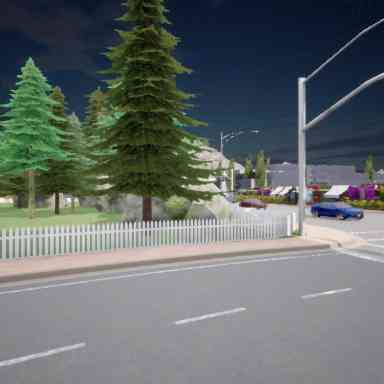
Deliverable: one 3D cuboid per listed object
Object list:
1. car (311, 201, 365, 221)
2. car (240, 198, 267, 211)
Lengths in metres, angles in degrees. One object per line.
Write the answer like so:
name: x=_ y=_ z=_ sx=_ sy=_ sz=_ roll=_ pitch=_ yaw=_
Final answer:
car: x=12.135 y=1.533 z=28.004 sx=1.882 sy=1.535 sz=5.008 roll=0 pitch=0 yaw=-17
car: x=7.817 y=1.534 z=42.546 sx=1.882 sy=1.535 sz=5.008 roll=0 pitch=1 yaw=-17
